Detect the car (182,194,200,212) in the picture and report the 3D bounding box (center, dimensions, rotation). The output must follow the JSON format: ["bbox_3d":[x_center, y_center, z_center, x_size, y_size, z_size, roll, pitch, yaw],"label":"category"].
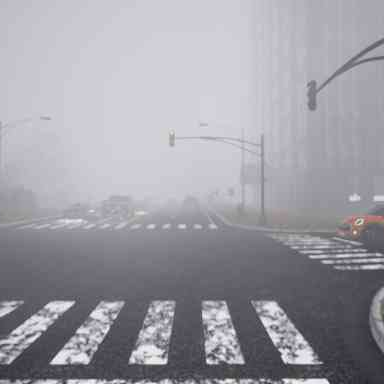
[{"bbox_3d":[-0.080,1.448,40.070,2.097,1.767,4.553,0,0,0],"label":"car"}]

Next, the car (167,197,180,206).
[{"bbox_3d":[-3.519,1.722,59.363,1.812,1.442,4.674,0,0,0],"label":"car"}]

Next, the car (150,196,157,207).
[{"bbox_3d":[-6.824,1.514,53.352,2.097,1.767,4.553,0,-1,0],"label":"car"}]

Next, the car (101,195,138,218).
[{"bbox_3d":[-6.736,1.285,30.867,2.150,2.045,5.566,0,0,0],"label":"car"}]

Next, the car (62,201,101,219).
[{"bbox_3d":[-9.981,1.624,29.778,1.994,1.385,4.181,0,0,0],"label":"car"}]

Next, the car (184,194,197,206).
[{"bbox_3d":[-0.251,1.437,62.085,2.150,2.045,5.566,0,0,0],"label":"car"}]

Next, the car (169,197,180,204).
[{"bbox_3d":[-3.566,1.811,69.366,2.033,1.411,5.357,0,0,0],"label":"car"}]

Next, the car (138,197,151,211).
[{"bbox_3d":[-6.788,1.708,42.677,1.895,1.301,4.718,0,0,0],"label":"car"}]

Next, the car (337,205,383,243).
[{"bbox_3d":[9.226,1.340,15.477,4.553,1.767,2.097,0,-2,-1],"label":"car"}]

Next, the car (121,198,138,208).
[{"bbox_3d":[-10.075,1.725,53.606,1.994,1.385,4.181,0,0,0],"label":"car"}]

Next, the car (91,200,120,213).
[{"bbox_3d":[-10.022,1.639,39.020,2.033,1.411,5.357,0,0,0],"label":"car"}]
